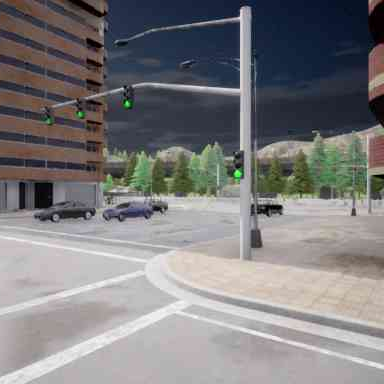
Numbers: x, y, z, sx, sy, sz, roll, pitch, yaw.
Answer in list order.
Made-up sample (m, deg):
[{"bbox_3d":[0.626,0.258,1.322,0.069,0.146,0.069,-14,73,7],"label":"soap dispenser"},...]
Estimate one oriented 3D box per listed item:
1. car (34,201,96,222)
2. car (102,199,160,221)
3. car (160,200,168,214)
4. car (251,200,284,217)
[{"bbox_3d":[-9.945,1.505,26.345,1.837,1.490,4.892,0,0,36],"label":"car"},{"bbox_3d":[-5.085,1.526,27.082,1.812,1.442,4.674,0,0,36],"label":"car"},{"bbox_3d":[-4.456,1.491,33.882,2.128,1.511,4.902,0,0,36],"label":"car"},{"bbox_3d":[7.126,1.478,31.740,1.882,1.535,5.008,0,0,36],"label":"car"}]
